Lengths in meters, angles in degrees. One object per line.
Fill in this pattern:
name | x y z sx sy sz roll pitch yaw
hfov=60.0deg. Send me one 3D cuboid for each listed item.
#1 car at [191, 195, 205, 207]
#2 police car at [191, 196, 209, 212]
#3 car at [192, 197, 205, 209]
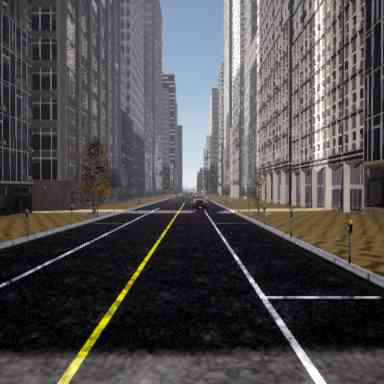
car | 0.897 1.378 54.026 2.097 1.767 4.553 0 0 0
police car | 0.900 1.434 38.167 1.930 1.638 5.238 0 0 0
car | 0.900 1.496 48.057 1.882 1.535 5.008 0 0 0
